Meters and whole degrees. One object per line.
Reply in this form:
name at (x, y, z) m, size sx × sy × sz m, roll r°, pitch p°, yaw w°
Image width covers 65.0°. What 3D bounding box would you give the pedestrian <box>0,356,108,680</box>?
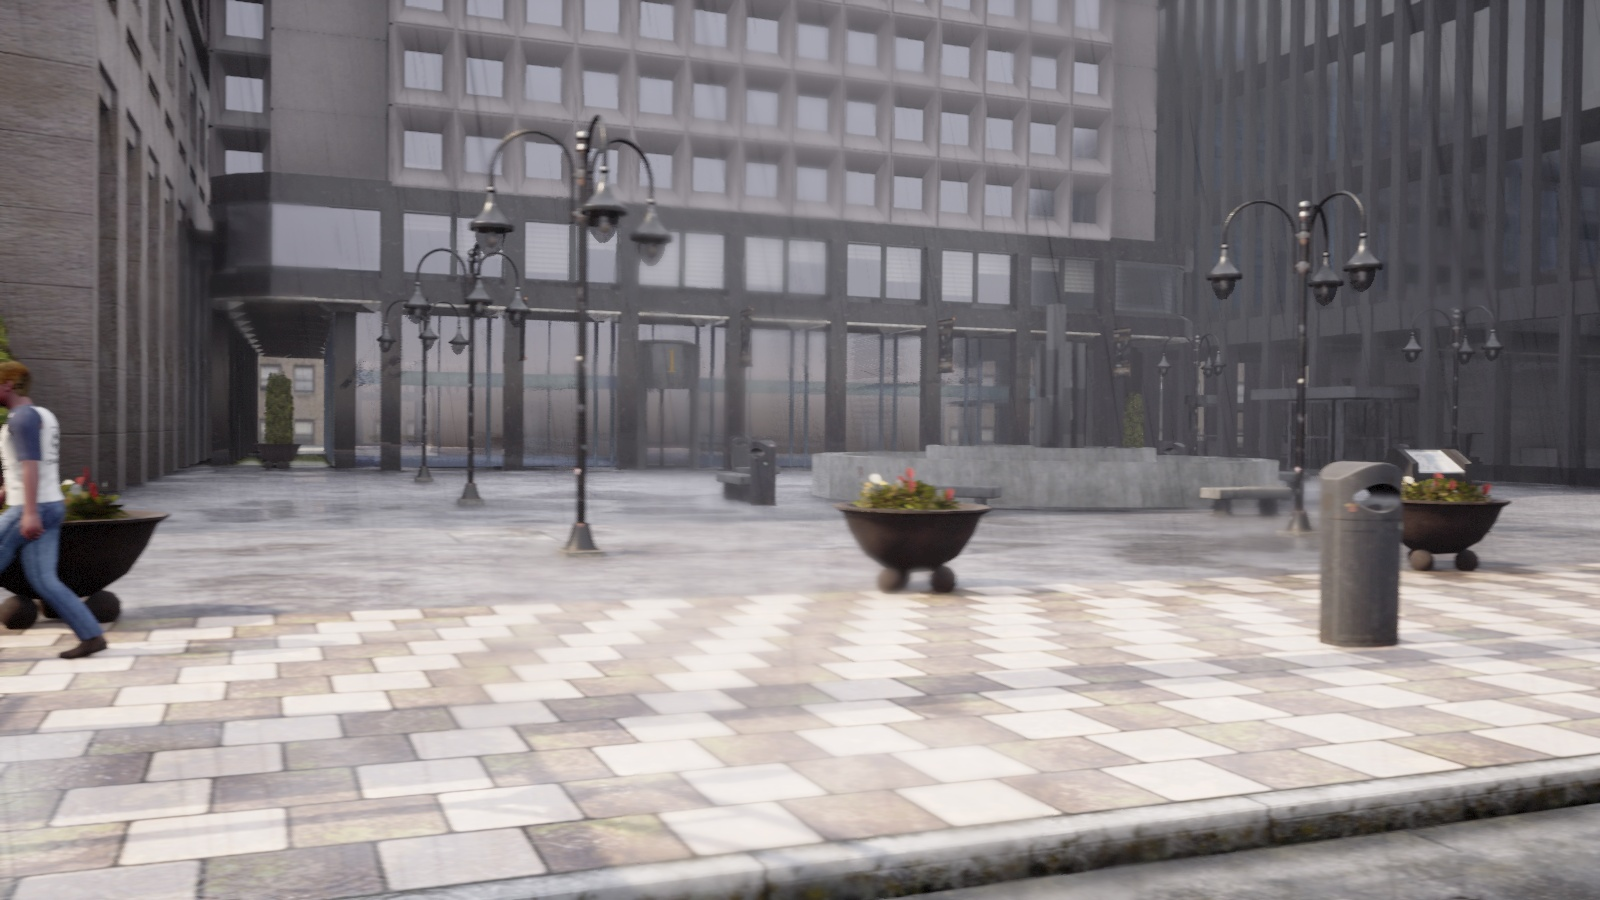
pedestrian at (-4.481, 0.384, 7.296) m, size 0.706 × 1.836 × 0.354 m, roll -1°, pitch 1°, yaw -13°
